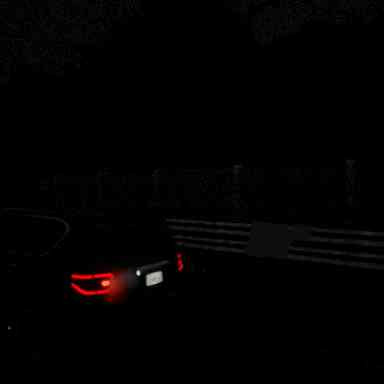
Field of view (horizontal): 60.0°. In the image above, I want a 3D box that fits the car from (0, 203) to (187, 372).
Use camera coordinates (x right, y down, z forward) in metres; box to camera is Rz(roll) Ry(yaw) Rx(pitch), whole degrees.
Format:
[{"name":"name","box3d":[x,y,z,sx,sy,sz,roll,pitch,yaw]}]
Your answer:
[{"name":"car","box3d":[-2.685,1.222,5.913,5.566,2.045,2.150,0,0,35]}]
